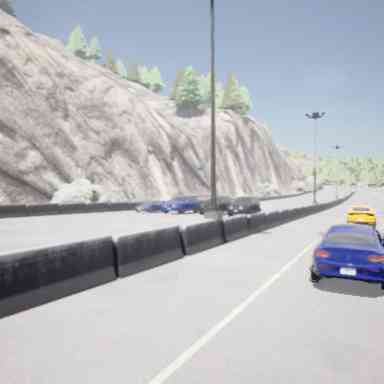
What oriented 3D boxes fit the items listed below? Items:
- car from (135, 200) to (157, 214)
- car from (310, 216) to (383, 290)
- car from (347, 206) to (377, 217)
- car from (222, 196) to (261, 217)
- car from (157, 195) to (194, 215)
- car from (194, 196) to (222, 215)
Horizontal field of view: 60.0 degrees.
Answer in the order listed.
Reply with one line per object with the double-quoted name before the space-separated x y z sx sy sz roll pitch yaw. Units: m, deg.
"car" -4.536 1.641 37.705 1.812 1.442 4.674 1 0 28
"car" 4.574 1.640 9.522 1.812 1.442 4.674 1 0 28
"car" 13.009 1.795 25.559 1.882 1.535 5.008 1 0 28
"car" 5.439 1.467 34.122 2.150 2.045 5.566 1 0 28
"car" -1.108 1.383 36.714 2.150 2.045 5.566 1 0 28
"car" 2.720 1.438 36.468 2.150 2.045 5.566 1 0 28
